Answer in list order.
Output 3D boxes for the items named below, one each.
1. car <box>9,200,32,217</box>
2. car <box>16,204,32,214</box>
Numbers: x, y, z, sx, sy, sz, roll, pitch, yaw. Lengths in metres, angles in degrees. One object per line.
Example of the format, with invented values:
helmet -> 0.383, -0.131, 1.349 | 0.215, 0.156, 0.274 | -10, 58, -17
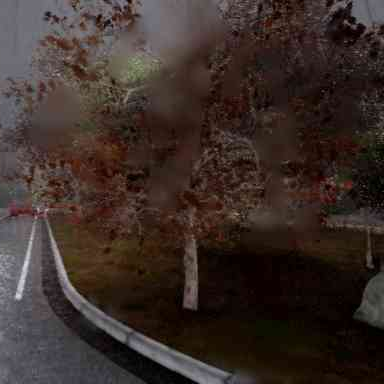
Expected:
car -> -21.016, 2.016, 40.811 | 2.150, 2.045, 5.566 | 1, -2, -24
car -> -25.327, 2.544, 50.257 | 1.837, 1.490, 4.892 | 1, -2, -24
